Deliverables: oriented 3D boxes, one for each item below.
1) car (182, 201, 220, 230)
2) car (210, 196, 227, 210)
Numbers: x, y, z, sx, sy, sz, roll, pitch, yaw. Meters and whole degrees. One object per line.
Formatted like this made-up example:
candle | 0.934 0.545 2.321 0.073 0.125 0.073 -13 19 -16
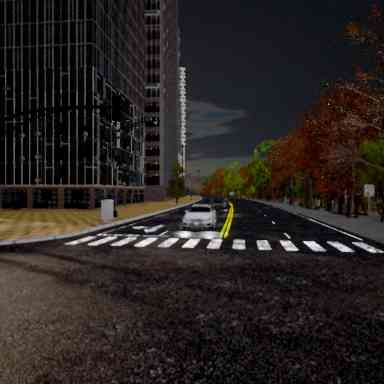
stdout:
car | 0.596 1.532 21.481 1.812 1.442 4.674 0 0 8
car | 3.437 1.334 42.702 2.097 1.767 4.553 0 0 7
